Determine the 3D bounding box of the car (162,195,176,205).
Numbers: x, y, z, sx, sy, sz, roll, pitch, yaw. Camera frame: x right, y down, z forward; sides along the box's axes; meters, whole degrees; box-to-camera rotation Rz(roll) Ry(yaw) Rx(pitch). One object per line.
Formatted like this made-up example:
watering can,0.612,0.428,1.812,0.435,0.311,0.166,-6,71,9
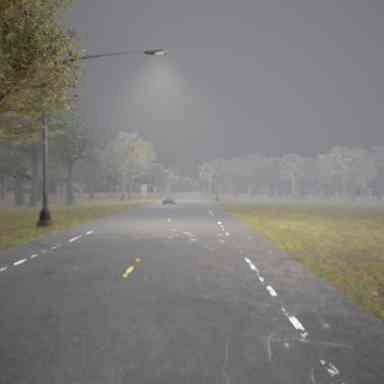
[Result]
car,-3.434,1.181,49.554,1.837,1.490,4.892,0,-1,0
